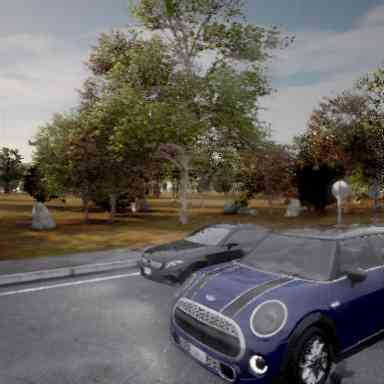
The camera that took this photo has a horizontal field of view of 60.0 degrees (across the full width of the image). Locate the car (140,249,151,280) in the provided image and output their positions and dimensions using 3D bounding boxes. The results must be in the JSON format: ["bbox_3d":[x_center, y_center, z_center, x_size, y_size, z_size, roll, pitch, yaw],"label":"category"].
[{"bbox_3d":[0.894,1.556,8.921,4.674,1.442,1.812,1,0,-35],"label":"car"}]

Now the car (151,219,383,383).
[{"bbox_3d":[1.903,1.375,5.342,4.553,1.767,2.097,0,0,-35],"label":"car"}]
